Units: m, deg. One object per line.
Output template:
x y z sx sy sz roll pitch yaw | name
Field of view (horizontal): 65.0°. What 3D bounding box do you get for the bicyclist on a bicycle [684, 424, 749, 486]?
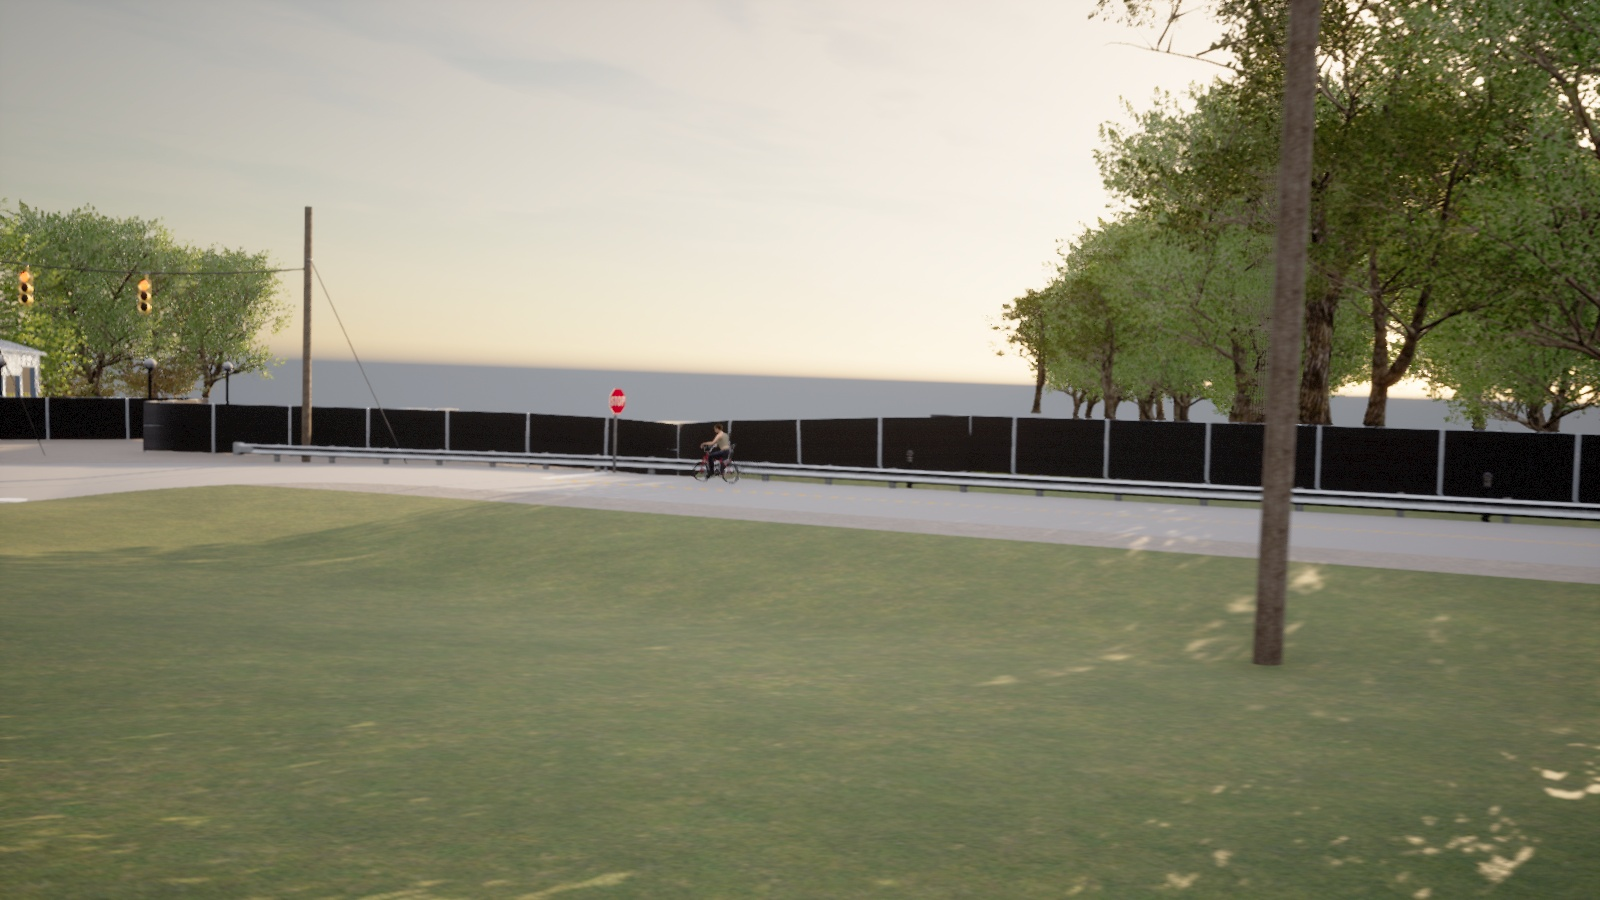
-2.241 0.118 33.678 1.509 1.612 0.866 1 3 31 | bicyclist on a bicycle
